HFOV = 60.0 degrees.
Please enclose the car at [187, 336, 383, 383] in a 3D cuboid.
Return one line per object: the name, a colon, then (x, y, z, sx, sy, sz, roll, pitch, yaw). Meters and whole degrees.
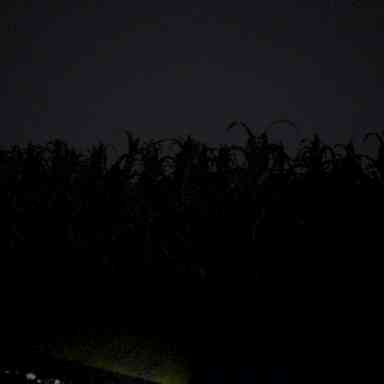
car: (2.172, 1.680, 2.113, 4.674, 1.442, 1.812, 2, -2, 19)
